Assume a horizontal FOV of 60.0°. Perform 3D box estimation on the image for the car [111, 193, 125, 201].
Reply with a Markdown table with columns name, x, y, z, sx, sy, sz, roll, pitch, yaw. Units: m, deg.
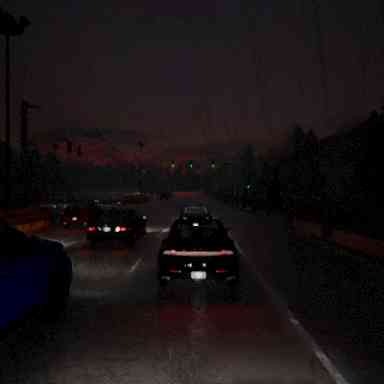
| name | x | y | z | sx | sy | sz | roll | pitch | yaw |
| --- | --- | --- | --- | --- | --- | --- | --- | --- | --- |
| car | -16.965 | 1.062 | 76.469 | 2.097 | 1.767 | 4.553 | 0 | 0 | 0 |

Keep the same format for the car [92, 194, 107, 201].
| name | x | y | z | sx | sy | sz | roll | pitch | yaw |
| --- | --- | --- | --- | --- | --- | --- | --- | --- | --- |
| car | -20.483 | 1.195 | 73.937 | 1.882 | 1.535 | 5.008 | 0 | 0 | 0 |

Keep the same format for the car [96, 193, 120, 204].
| name | x | y | z | sx | sy | sz | roll | pitch | yaw |
| --- | --- | --- | --- | --- | --- | --- | --- | --- | --- |
| car | -13.712 | 1.319 | 54.387 | 1.812 | 1.442 | 4.674 | 0 | 0 | 1 |

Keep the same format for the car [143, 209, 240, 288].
| name | x | y | z | sx | sy | sz | roll | pitch | yaw |
| --- | --- | --- | --- | --- | --- | --- | --- | --- | --- |
| car | 0.148 | 1.461 | 9.175 | 2.128 | 1.511 | 4.902 | 0 | 0 | 0 |

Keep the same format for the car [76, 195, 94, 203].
| name | x | y | z | sx | sy | sz | roll | pitch | yaw |
| --- | --- | --- | --- | --- | --- | --- | --- | --- | --- |
| car | -20.570 | 1.356 | 63.995 | 1.895 | 1.301 | 4.718 | 0 | 0 | 1 |

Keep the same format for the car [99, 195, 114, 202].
| name | x | y | z | sx | sy | sz | roll | pitch | yaw |
| --- | --- | --- | --- | --- | --- | --- | --- | --- | --- |
| car | -17.039 | 1.310 | 66.335 | 1.994 | 1.385 | 4.181 | 0 | 0 | 0 |

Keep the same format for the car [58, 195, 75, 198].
| name | x | y | z | sx | sy | sz | roll | pitch | yaw |
| --- | --- | --- | --- | --- | --- | --- | --- | --- | --- |
| car | -20.697 | 1.269 | 54.661 | 1.882 | 1.535 | 5.008 | 0 | 0 | 2 |

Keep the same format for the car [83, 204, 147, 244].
| name | x | y | z | sx | sy | sz | roll | pitch | yaw |
| --- | --- | --- | --- | --- | --- | --- | --- | --- | --- |
| car | -3.309 | 1.492 | 15.531 | 2.033 | 1.411 | 5.357 | 0 | 0 | 0 |

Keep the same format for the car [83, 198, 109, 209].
| name | x | y | z | sx | sy | sz | roll | pitch | yaw |
| --- | --- | --- | --- | --- | --- | --- | --- | --- | --- |
| car | -7.085 | 1.396 | 22.015 | 1.882 | 1.535 | 5.008 | 0 | 1 | -4 |

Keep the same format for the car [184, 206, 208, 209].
| name | x | y | z | sx | sy | sz | roll | pitch | yaw |
| --- | --- | --- | --- | --- | --- | --- | --- | --- | --- |
| car | 0.230 | 1.524 | 20.957 | 1.895 | 1.301 | 4.718 | 0 | 0 | 0 |

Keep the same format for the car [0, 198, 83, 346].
| name | x | y | z | sx | sy | sz | roll | pitch | yaw |
| --- | --- | --- | --- | --- | --- | --- | --- | --- | --- |
| car | -3.377 | 1.213 | 4.010 | 2.150 | 2.045 | 5.566 | 0 | 1 | 0 |

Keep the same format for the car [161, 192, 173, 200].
| name | x | y | z | sx | sy | sz | roll | pitch | yaw |
| --- | --- | --- | --- | --- | --- | --- | --- | --- | --- |
| car | -6.428 | 0.913 | 81.489 | 2.150 | 2.045 | 5.566 | 0 | 0 | 0 |

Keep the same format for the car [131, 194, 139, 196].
| name | x | y | z | sx | sy | sz | roll | pitch | yaw |
| --- | --- | --- | --- | --- | --- | --- | --- | --- | --- |
| car | -13.487 | 1.243 | 73.472 | 1.812 | 1.442 | 4.674 | 0 | 0 | 0 |

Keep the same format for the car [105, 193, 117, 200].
| name | x | y | z | sx | sy | sz | roll | pitch | yaw |
| --- | --- | --- | --- | --- | --- | --- | --- | --- | --- |
| car | -20.409 | 1.155 | 84.156 | 1.882 | 1.535 | 5.008 | 0 | 0 | 0 |

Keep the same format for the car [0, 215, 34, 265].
| name | x | y | z | sx | sy | sz | roll | pitch | yaw |
| --- | --- | --- | --- | --- | --- | --- | --- | --- | --- |
| car | -6.846 | 1.528 | 10.144 | 1.994 | 1.385 | 4.181 | 0 | 0 | 1 |

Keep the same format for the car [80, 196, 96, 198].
| name | x | y | z | sx | sy | sz | roll | pitch | yaw |
| --- | --- | --- | --- | --- | --- | --- | --- | --- | --- |
| car | -17.187 | 1.349 | 56.359 | 1.994 | 1.385 | 4.181 | 0 | 0 | 1 |

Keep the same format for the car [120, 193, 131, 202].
| name | x | y | z | sx | sy | sz | roll | pitch | yaw |
| --- | --- | --- | --- | --- | --- | --- | --- | --- | --- |
| car | -13.598 | 1.283 | 63.451 | 1.812 | 1.442 | 4.674 | 0 | 0 | 1 |
